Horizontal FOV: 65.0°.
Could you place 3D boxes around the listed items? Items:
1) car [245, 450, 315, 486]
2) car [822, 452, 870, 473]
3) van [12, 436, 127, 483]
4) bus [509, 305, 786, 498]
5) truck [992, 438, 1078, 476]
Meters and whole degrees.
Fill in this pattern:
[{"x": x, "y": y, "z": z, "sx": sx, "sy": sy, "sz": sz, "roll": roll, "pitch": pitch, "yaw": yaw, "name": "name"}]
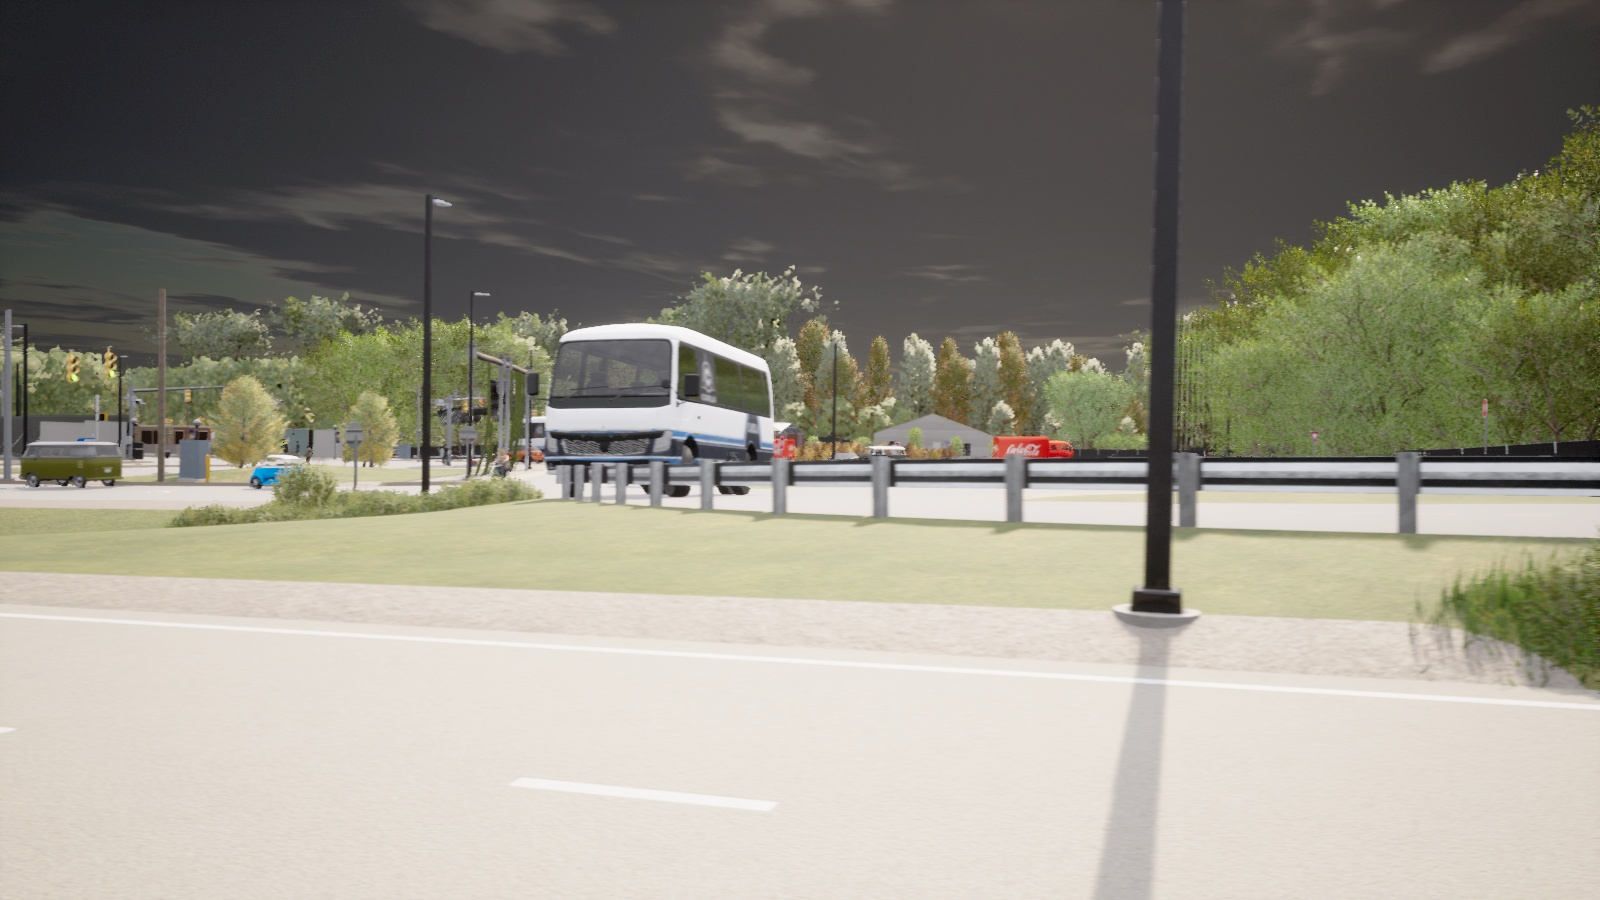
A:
[{"x": -21.021, "y": 0.718, "z": 50.780, "sx": 2.207, "sy": 1.376, "sz": 1.481, "roll": 1, "pitch": 1, "yaw": 18, "name": "car"}, {"x": 3.352, "y": 0.926, "z": 92.477, "sx": 2.163, "sy": 1.488, "sz": 4.792, "roll": 0, "pitch": -1, "yaw": -15, "name": "car"}, {"x": -31.513, "y": 0.387, "z": 54.189, "sx": 4.442, "sy": 1.987, "sz": 1.775, "roll": 0, "pitch": 1, "yaw": 18, "name": "van"}, {"x": -3.507, "y": -0.938, "z": 33.067, "sx": 3.944, "sy": 4.253, "sz": 10.273, "roll": 0, "pitch": -2, "yaw": 13, "name": "bus"}, {"x": 15.712, "y": 0.464, "z": 84.305, "sx": 5.204, "sy": 2.467, "sz": 2.627, "roll": 0, "pitch": 1, "yaw": -2, "name": "truck"}]
